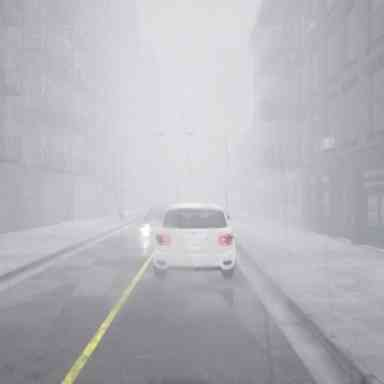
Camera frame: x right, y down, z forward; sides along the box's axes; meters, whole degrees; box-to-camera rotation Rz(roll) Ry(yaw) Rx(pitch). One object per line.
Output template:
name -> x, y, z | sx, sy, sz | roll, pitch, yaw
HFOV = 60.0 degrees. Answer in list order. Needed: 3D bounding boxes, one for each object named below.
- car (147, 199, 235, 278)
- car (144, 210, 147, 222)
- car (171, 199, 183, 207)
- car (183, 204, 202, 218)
car -> 0.078, 1.349, 10.707 | 2.150, 2.045, 5.566 | 0, 0, 0
car -> -3.125, 1.941, 29.610 | 1.895, 1.301, 4.718 | 0, -1, 0
car -> -3.060, 2.278, 68.549 | 2.128, 1.511, 4.902 | 0, -1, 0
car -> 0.069, 2.012, 36.005 | 1.895, 1.301, 4.718 | 0, -1, 0
